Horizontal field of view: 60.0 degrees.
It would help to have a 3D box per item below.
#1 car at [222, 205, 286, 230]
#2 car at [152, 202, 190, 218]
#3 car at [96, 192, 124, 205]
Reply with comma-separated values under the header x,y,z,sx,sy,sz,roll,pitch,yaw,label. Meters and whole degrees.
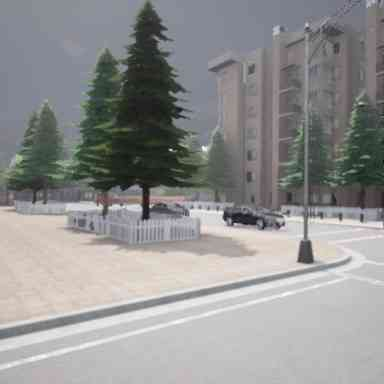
x,y,z,sx,sy,sz,roll,pitch,yaw,label
4.152,1.685,22.771,2.128,1.511,4.902,1,0,-36,car
-2.054,1.696,31.327,1.837,1.490,4.892,1,0,-36,car
-10.816,1.031,43.528,2.150,2.045,5.566,1,0,-36,car
